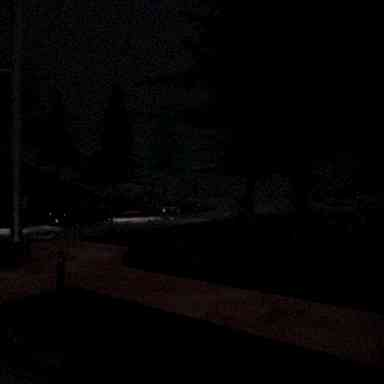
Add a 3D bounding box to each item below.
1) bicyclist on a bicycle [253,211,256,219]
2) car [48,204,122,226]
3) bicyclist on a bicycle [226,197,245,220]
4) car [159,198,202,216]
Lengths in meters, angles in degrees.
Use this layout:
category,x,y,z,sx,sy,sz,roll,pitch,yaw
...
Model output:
category,x,y,z,sx,sy,sz,roll,pitch,yaw
bicyclist on a bicycle,3.739,1.159,23.803,1.656,1.620,0.582,0,0,22
car,-7.085,1.468,22.331,1.895,1.301,4.718,0,0,36
bicyclist on a bicycle,3.176,1.158,23.321,1.656,1.620,0.582,0,0,15
car,-1.006,1.359,30.799,2.128,1.511,4.902,0,0,36
